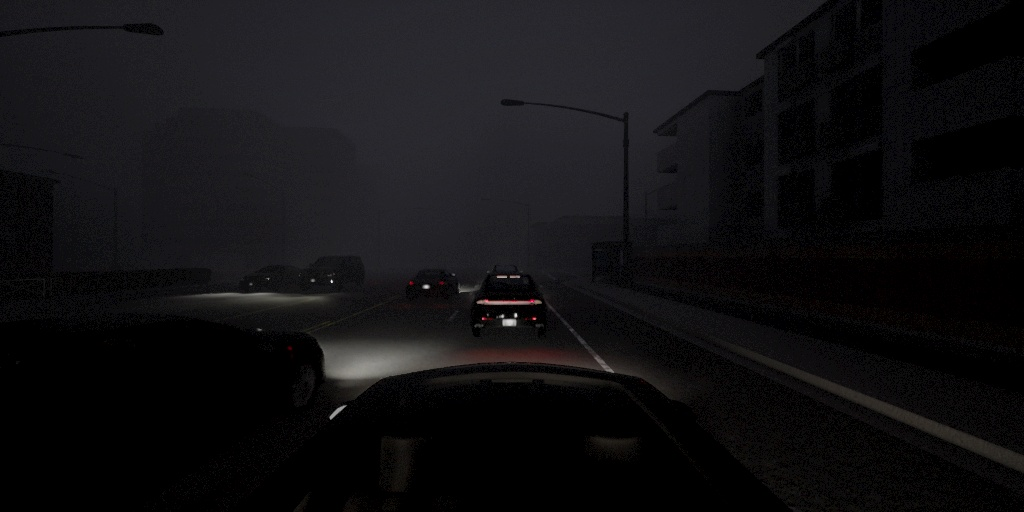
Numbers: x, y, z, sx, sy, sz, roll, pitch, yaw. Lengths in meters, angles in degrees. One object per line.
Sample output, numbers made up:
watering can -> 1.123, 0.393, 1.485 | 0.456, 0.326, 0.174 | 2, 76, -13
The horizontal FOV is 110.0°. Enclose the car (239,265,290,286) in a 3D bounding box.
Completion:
car -> -14.538, 1.281, 22.164 | 1.812, 1.442, 4.674 | 0, 0, -2

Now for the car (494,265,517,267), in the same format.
car -> -0.395, 1.242, 20.599 | 2.128, 1.511, 4.902 | 0, 0, -2

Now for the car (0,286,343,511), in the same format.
car -> -3.528, 1.256, 3.049 | 1.837, 1.490, 4.892 | 0, 0, 0

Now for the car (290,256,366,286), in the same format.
car -> -11.044, 0.993, 22.425 | 2.150, 2.045, 5.566 | 0, 0, -2

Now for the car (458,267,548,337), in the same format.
car -> -0.096, 1.242, 10.287 | 2.128, 1.511, 4.902 | 0, 0, -1

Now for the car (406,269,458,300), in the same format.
car -> -3.796, 1.314, 17.602 | 1.994, 1.385, 4.181 | 0, 0, -2
